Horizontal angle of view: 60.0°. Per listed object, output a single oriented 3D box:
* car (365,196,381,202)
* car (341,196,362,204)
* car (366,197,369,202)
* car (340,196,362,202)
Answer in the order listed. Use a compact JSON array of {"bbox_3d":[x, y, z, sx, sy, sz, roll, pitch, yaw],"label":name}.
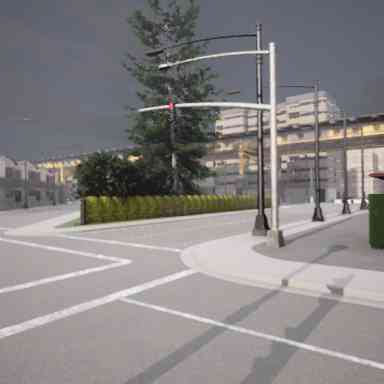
[{"bbox_3d":[37.047,1.429,68.279,1.853,1.218,4.536,-1,-1,16],"label":"car"},{"bbox_3d":[33.851,1.650,70.921,4.974,1.542,2.038,0,-1,-29],"label":"car"},{"bbox_3d":[37.035,1.586,68.227,2.038,1.542,4.974,-1,-1,16],"label":"car"},{"bbox_3d":[33.894,1.492,70.948,4.536,1.218,1.853,0,-1,-29],"label":"car"}]
